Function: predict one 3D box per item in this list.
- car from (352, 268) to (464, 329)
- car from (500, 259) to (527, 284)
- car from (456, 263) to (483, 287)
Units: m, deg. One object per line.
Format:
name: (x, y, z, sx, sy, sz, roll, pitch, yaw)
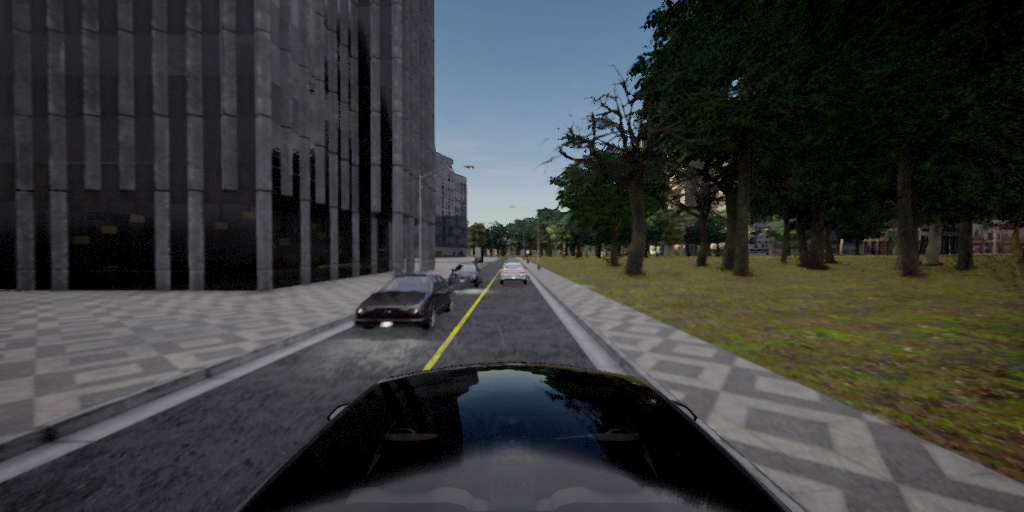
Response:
car: (-3.043, 1.285, 11.414, 2.033, 1.411, 5.357, 0, 0, 1)
car: (0.103, 1.203, 26.282, 1.812, 1.442, 4.674, 0, 0, 0)
car: (-2.995, 1.216, 23.984, 1.812, 1.442, 4.674, 0, 0, 0)
